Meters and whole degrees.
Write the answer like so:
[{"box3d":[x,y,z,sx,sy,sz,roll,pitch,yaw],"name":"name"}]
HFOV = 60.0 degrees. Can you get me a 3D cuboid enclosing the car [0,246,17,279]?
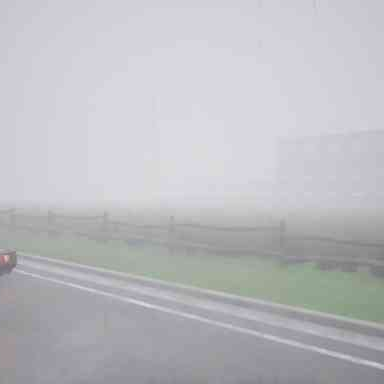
[{"box3d":[-6.677,1.637,8.756,4.718,1.301,1.895,0,0,36],"name":"car"}]
